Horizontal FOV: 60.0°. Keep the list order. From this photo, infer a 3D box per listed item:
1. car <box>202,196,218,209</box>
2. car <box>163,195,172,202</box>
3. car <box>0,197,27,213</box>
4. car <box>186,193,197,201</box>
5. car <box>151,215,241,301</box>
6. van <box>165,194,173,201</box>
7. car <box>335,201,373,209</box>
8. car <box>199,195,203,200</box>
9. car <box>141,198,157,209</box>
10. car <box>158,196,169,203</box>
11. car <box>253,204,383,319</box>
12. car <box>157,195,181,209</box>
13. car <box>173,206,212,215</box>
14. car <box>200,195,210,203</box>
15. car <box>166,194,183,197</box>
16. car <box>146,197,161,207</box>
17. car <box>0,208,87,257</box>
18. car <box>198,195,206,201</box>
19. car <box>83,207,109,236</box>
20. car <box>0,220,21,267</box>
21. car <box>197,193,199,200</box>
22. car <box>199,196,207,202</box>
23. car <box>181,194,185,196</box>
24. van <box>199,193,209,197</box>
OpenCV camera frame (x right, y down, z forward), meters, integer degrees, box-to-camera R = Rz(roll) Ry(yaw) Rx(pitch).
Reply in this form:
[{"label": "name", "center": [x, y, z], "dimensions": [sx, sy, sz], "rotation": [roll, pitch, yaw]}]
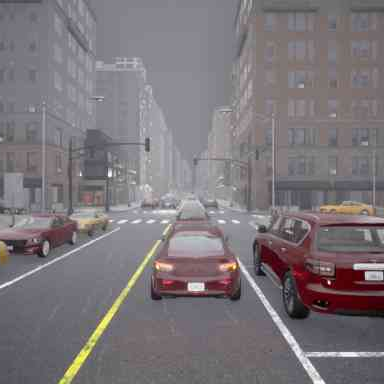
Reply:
[{"label": "car", "center": [2.668, 1.593, 45.548], "dimensions": [1.802, 1.307, 4.206], "rotation": [1, 0, 0]}, {"label": "car", "center": [-5.863, 1.466, 79.592], "dimensions": [1.967, 1.590, 4.097], "rotation": [1, 0, 0]}, {"label": "car", "center": [-17.266, 1.198, 29.723], "dimensions": [4.553, 1.767, 2.097], "rotation": [1, -1, 0]}, {"label": "car", "center": [-0.015, 1.570, 85.281], "dimensions": [2.033, 1.411, 5.357], "rotation": [0, 0, 0]}, {"label": "car", "center": [0.084, 1.528, 8.235], "dimensions": [1.812, 1.442, 4.674], "rotation": [0, 0, 0]}, {"label": "van", "center": [-5.863, 1.371, 85.265], "dimensions": [1.690, 1.788, 3.998], "rotation": [1, 0, 0]}, {"label": "car", "center": [15.118, 1.642, 32.745], "dimensions": [5.008, 1.535, 1.882], "rotation": [0, -1, 1]}, {"label": "car", "center": [2.665, 1.597, 56.894], "dimensions": [1.802, 1.307, 4.206], "rotation": [1, 0, 0]}, {"label": "car", "center": [-5.858, 1.555, 45.555], "dimensions": [1.887, 1.381, 4.507], "rotation": [1, 0, 0]}, {"label": "car", "center": [-5.862, 1.601, 68.247], "dimensions": [1.802, 1.307, 4.206], "rotation": [1, 0, 0]}, {"label": "car", "center": [2.678, 1.317, 7.279], "dimensions": [2.192, 1.841, 5.009], "rotation": [1, 0, 0]}, {"label": "car", "center": [-3.094, 1.503, 45.147], "dimensions": [2.128, 1.511, 4.902], "rotation": [0, 0, 1]}, {"label": "car", "center": [0.060, 1.605, 17.413], "dimensions": [1.895, 1.301, 4.718], "rotation": [0, 0, 0]}, {"label": "car", "center": [2.666, 1.594, 51.221], "dimensions": [1.802, 1.307, 4.206], "rotation": [1, 0, 0]}, {"label": "car", "center": [-3.098, 1.561, 55.315], "dimensions": [2.033, 1.411, 5.357], "rotation": [0, 0, 0]}, {"label": "car", "center": [-5.859, 1.557, 51.228], "dimensions": [1.887, 1.381, 4.507], "rotation": [1, 0, 0]}, {"label": "car", "center": [-5.851, 1.547, 12.911], "dimensions": [1.887, 1.381, 4.507], "rotation": [1, 0, 0]}, {"label": "car", "center": [2.659, 1.599, 90.934], "dimensions": [1.947, 1.339, 4.313], "rotation": [1, 0, 0]}, {"label": "car", "center": [-5.852, 1.529, 18.365], "dimensions": [1.752, 1.417, 4.829], "rotation": [1, 0, 0]}, {"label": "car", "center": [-5.850, 1.527, 7.116], "dimensions": [1.752, 1.417, 4.829], "rotation": [1, 0, 0]}, {"label": "car", "center": [2.666, 1.335, 68.241], "dimensions": [2.192, 1.841, 5.009], "rotation": [1, 0, 0]}, {"label": "car", "center": [2.661, 1.608, 79.588], "dimensions": [1.802, 1.307, 4.206], "rotation": [1, 0, 0]}, {"label": "car", "center": [-3.043, 1.566, 65.744], "dimensions": [2.033, 1.411, 5.357], "rotation": [0, 0, 1]}, {"label": "van", "center": [2.667, 1.358, 62.568], "dimensions": [1.690, 1.788, 3.998], "rotation": [1, 0, 0]}]
